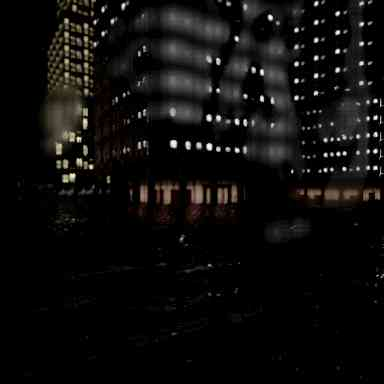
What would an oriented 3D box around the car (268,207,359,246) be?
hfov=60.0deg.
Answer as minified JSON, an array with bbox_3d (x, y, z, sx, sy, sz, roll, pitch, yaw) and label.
[{"bbox_3d":[5.554,1.432,15.065,4.902,1.511,2.128,0,0,-33],"label":"car"}]

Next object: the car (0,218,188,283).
[{"bbox_3d":[-2.753,1.485,9.614,5.357,1.411,2.033,0,0,-33],"label":"car"}]
